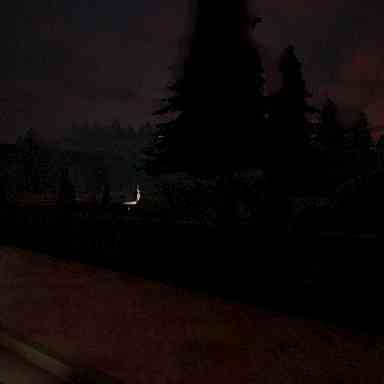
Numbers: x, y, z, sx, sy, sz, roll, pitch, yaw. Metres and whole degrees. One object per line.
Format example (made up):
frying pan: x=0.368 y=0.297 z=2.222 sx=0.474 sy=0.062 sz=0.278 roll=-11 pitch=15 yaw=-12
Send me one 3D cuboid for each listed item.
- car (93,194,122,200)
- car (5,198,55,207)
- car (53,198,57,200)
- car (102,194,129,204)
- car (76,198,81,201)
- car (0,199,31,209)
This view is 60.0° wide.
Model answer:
car: x=-14.544 y=1.391 z=54.532 sx=2.128 sy=1.511 sz=4.902 roll=0 pitch=2 yaw=36
car: x=-13.601 y=1.493 z=25.518 sx=2.128 sy=1.511 sz=4.902 roll=0 pitch=0 yaw=36
car: x=-20.441 y=1.526 z=46.306 sx=1.812 sy=1.442 sz=4.674 roll=0 pitch=0 yaw=36
car: x=-14.056 y=1.186 z=61.207 sx=1.837 sy=1.490 sz=4.892 roll=0 pitch=3 yaw=36
car: x=-19.879 y=1.506 z=53.088 sx=1.812 sy=1.442 sz=4.674 roll=0 pitch=1 yaw=35
car: x=-25.015 y=1.601 z=45.941 sx=1.895 sy=1.301 sz=4.718 roll=0 pitch=0 yaw=36
